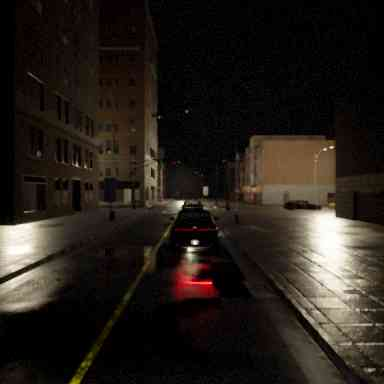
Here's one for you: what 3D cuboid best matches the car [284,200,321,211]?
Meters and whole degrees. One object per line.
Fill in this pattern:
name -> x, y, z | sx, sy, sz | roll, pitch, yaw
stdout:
car -> 13.215, 1.599, 39.870 | 4.313, 1.339, 1.947 | 0, 0, 0

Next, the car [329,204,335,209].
car -> 19.008, 1.604, 39.884 | 4.829, 1.417, 1.752 | 0, 0, 0

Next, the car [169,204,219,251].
car -> 0.097, 1.472, 13.964 | 1.837, 1.490, 4.892 | 0, 1, 0

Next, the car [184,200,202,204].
car -> 0.085, 1.421, 27.992 | 2.128, 1.511, 4.902 | 0, 0, 2
